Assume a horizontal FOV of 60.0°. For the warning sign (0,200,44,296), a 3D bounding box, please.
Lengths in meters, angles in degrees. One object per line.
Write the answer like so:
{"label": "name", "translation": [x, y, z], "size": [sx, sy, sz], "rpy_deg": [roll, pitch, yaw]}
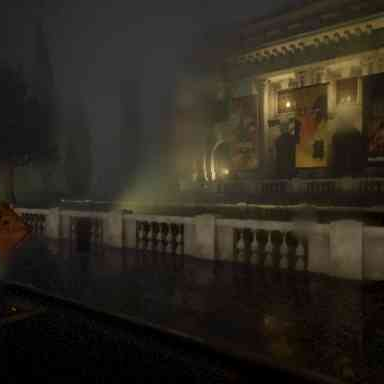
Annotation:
{"label": "warning sign", "translation": [-4.055, 1.115, 7.075], "size": [1.060, 1.860, 1.300], "rpy_deg": [0, 0, 35]}
